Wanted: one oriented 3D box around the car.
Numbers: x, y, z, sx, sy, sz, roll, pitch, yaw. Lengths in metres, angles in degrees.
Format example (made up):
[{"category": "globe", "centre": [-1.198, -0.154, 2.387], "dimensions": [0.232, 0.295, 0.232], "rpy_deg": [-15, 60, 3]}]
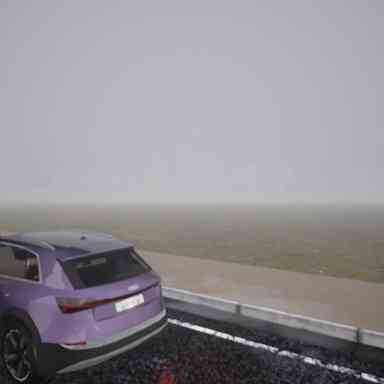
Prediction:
[{"category": "car", "centre": [-2.601, 1.434, 5.398], "dimensions": [4.856, 1.649, 2.033], "rpy_deg": [0, 0, 35]}]
